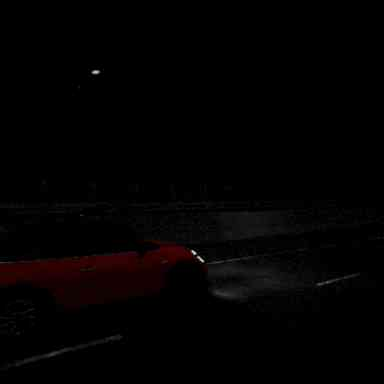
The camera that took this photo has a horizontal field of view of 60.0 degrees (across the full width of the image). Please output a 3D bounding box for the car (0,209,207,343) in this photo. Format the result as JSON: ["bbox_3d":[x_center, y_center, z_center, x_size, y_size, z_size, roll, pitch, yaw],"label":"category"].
[{"bbox_3d":[-1.871,1.376,6.716,4.553,1.767,2.097,1,0,-36],"label":"car"}]

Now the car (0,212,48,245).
[{"bbox_3d":[-9.092,1.619,14.704,4.718,1.301,1.895,1,0,-36],"label":"car"}]

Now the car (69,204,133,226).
[{"bbox_3d":[-6.799,1.655,24.977,4.181,1.385,1.994,1,0,-36],"label":"car"}]

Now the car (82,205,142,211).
[{"bbox_3d":[-4.852,1.615,22.081,4.674,1.442,1.812,1,0,-36],"label":"car"}]
